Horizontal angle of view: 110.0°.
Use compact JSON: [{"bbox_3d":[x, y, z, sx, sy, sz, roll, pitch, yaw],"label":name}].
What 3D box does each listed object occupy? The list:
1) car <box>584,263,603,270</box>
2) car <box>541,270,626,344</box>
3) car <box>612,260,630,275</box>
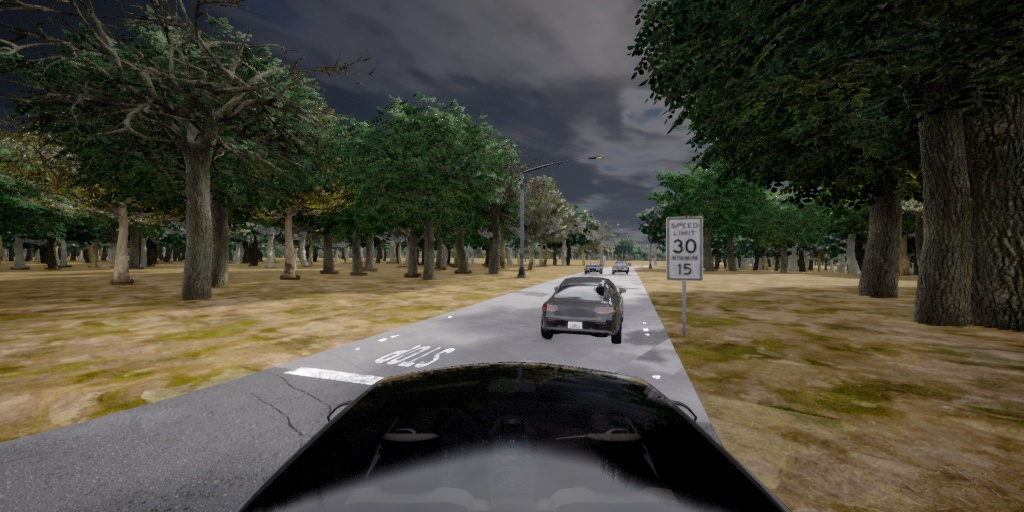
[{"bbox_3d":[10.109,1.500,44.058,1.994,1.385,4.181,0,-1,18],"label":"car"},{"bbox_3d":[2.029,1.278,9.657,1.812,1.442,4.674,0,0,18],"label":"car"},{"bbox_3d":[13.001,1.483,42.990,2.033,1.411,5.357,0,-1,18],"label":"car"}]
